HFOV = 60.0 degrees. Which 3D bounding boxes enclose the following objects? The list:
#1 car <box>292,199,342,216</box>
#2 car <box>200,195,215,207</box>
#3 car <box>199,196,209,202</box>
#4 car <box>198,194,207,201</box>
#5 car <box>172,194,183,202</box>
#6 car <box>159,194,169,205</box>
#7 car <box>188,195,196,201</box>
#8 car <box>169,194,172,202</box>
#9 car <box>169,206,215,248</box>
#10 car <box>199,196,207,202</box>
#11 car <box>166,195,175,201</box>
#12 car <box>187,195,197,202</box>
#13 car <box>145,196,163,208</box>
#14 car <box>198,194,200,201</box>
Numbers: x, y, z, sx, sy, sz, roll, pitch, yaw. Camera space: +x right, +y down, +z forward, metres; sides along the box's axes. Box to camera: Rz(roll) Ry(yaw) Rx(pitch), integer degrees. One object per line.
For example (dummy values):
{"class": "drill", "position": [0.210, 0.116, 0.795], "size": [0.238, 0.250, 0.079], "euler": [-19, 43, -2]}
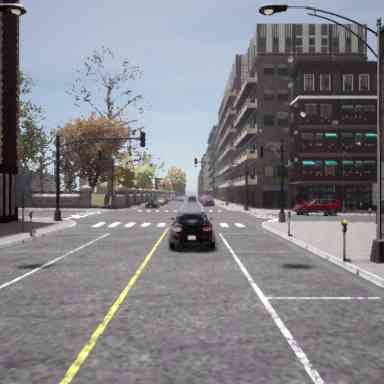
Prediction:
{"class": "car", "position": [13.466, 1.619, 35.708], "size": [5.009, 1.841, 2.192], "euler": [1, -1, -1]}
{"class": "car", "position": [2.693, 1.589, 53.660], "size": [1.887, 1.381, 4.507], "euler": [0, 0, 0]}
{"class": "car", "position": [2.692, 1.636, 76.181], "size": [2.008, 1.369, 4.403], "euler": [0, 0, 0]}
{"class": "car", "position": [2.694, 1.426, 87.442], "size": [2.192, 1.841, 5.009], "euler": [0, 0, 0]}
{"class": "car", "position": [-3.000, 1.630, 78.416], "size": [1.895, 1.301, 4.718], "euler": [0, 0, 0]}
{"class": "car", "position": [-5.687, 1.578, 59.121], "size": [1.752, 1.417, 4.829], "euler": [0, 0, 0]}
{"class": "car", "position": [0.002, 1.512, 87.165], "size": [1.812, 1.442, 4.674], "euler": [0, 0, 0]}
{"class": "car", "position": [-5.687, 1.378, 64.921], "size": [2.192, 1.841, 5.009], "euler": [0, 0, 0]}
{"class": "car", "position": [0.000, 1.538, 14.651], "size": [1.812, 1.442, 4.674], "euler": [0, 0, 0]}
{"class": "car", "position": [2.693, 1.643, 81.811], "size": [1.887, 1.381, 4.507], "euler": [0, 0, 0]}
{"class": "car", "position": [-5.687, 1.551, 87.441], "size": [1.967, 1.590, 4.097], "euler": [0, 0, 0]}
{"class": "car", "position": [0.002, 1.517, 73.797], "size": [1.837, 1.490, 4.892], "euler": [0, 0, 0]}
{"class": "car", "position": [-5.687, 1.602, 48.030], "size": [1.947, 1.339, 4.313], "euler": [0, 0, 0]}
{"class": "car", "position": [2.693, 1.514, 70.551], "size": [1.967, 1.590, 4.097], "euler": [0, 0, 0]}
